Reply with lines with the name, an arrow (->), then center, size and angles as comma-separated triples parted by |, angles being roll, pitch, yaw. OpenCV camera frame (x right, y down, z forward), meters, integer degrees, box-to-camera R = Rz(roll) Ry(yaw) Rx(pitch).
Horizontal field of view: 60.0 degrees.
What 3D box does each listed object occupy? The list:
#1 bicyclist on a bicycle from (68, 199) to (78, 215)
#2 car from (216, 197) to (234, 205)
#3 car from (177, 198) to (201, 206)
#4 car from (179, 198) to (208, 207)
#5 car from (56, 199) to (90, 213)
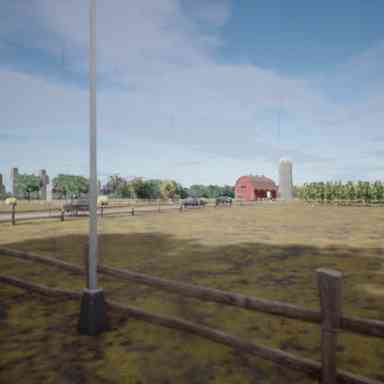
bicyclist on a bicycle -> -11.528, 1.459, 32.159 | 1.656, 1.620, 0.582 | 0, 0, 35
car -> 6.112, 1.656, 62.587 | 1.837, 1.490, 4.892 | -2, -2, 35
car -> -0.476, 1.764, 58.049 | 1.994, 1.385, 4.181 | -2, -2, 36
car -> 0.437, 1.651, 54.452 | 2.033, 1.411, 5.357 | -2, -1, 36
car -> -13.723, 1.664, 39.421 | 1.837, 1.490, 4.892 | -2, -1, 35
